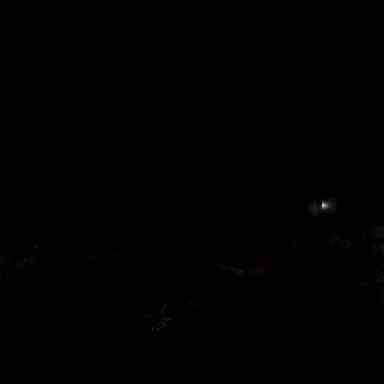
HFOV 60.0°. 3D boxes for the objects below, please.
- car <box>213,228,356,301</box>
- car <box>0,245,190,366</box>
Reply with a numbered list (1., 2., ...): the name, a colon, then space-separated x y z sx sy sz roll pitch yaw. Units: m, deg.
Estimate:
1. car: 2.448 1.581 8.280 4.206 1.307 1.802 0 0 -35
2. car: -2.032 1.566 5.087 4.313 1.339 1.947 0 0 -35
